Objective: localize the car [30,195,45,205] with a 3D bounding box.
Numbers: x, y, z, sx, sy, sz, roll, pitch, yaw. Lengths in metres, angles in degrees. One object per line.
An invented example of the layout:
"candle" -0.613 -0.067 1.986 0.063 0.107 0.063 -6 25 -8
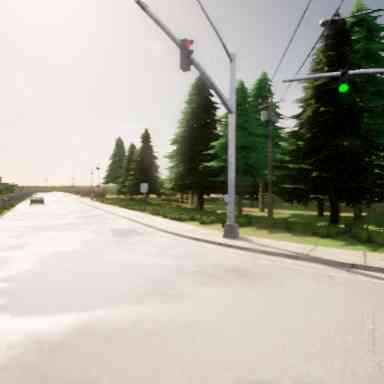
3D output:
"car" -21.322 1.104 45.902 1.895 1.301 4.718 0 0 -24
